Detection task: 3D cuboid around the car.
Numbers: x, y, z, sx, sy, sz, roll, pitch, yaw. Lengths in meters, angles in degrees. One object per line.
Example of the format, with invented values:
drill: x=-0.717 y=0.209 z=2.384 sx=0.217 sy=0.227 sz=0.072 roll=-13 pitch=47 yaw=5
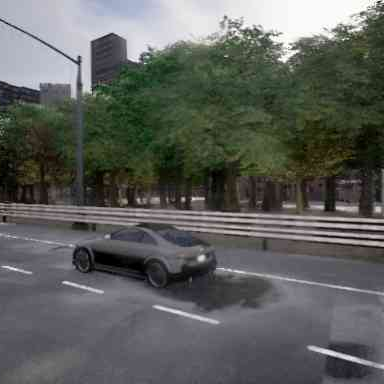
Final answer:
car: x=-1.408 y=1.568 z=9.171 sx=4.181 sy=1.385 sz=1.994 roll=0 pitch=0 yaw=36
